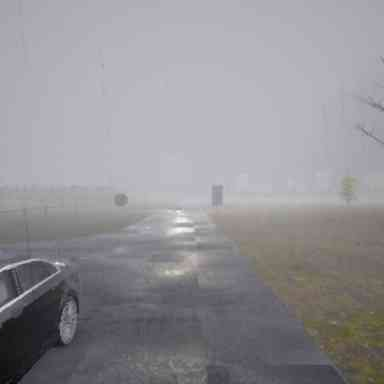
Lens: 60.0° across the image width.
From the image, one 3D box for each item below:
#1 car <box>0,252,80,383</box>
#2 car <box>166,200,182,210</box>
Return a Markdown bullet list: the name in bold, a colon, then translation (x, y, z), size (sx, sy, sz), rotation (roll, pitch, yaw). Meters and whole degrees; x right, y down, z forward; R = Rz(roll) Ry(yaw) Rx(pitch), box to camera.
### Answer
- **car**: translation (-2.744, 1.527, 3.599), size (2.128, 1.511, 4.902), rotation (0, -1, 0)
- **car**: translation (-2.684, 1.951, 49.798), size (1.812, 1.442, 4.674), rotation (0, 0, 0)
